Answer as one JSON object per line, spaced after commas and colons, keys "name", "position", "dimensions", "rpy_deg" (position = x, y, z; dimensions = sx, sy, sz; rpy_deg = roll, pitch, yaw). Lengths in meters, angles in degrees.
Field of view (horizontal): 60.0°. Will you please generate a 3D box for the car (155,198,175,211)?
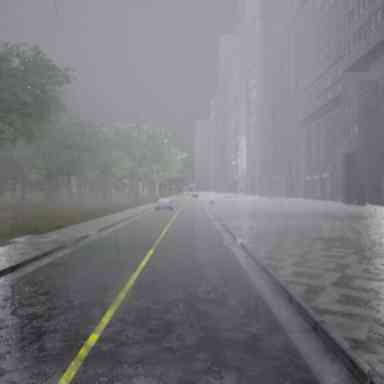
{"name": "car", "position": [-3.097, 1.399, 37.943], "dimensions": [1.812, 1.442, 4.674], "rpy_deg": [0, 0, 0]}
